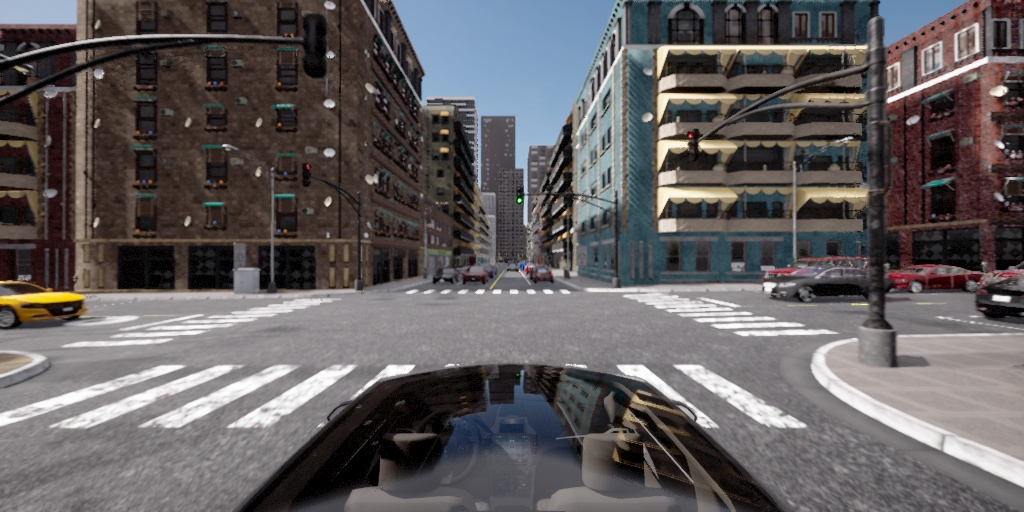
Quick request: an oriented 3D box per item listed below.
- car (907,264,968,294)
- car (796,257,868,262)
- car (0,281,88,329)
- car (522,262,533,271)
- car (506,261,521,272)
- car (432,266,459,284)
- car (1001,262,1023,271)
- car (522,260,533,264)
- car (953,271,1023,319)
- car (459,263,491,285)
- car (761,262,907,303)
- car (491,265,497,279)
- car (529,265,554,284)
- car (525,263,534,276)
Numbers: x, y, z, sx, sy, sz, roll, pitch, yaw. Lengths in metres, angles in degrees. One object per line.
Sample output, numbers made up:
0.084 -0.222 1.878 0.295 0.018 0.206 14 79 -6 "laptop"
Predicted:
21.344 1.134 18.483 4.507 1.381 1.888 0 0 0 "car"
15.773 0.984 18.442 5.009 1.841 2.192 0 0 0 "car"
-17.876 1.608 12.408 5.008 1.535 1.882 -1 0 0 "car"
2.691 1.865 47.847 1.888 1.381 4.507 0 0 0 "car"
0.104 2.058 61.594 1.994 1.385 4.181 0 -1 0 "car"
-5.690 1.677 31.291 1.948 1.339 4.313 0 0 0 "car"
23.984 0.892 15.921 4.553 1.767 2.097 -1 0 0 "car"
3.153 1.957 62.043 1.801 1.575 5.366 0 -1 0 "car"
15.794 1.199 10.062 4.313 1.339 1.948 0 0 0 "car"
-3.097 1.586 31.000 1.882 1.535 5.008 0 -1 0 "car"
13.731 1.179 15.837 4.902 1.511 2.128 -1 0 -1 "car"
-3.095 1.575 40.182 2.097 1.767 4.553 0 -1 0 "car"
2.691 1.693 31.278 1.802 1.307 4.207 0 0 0 "car"
2.691 1.746 36.801 1.948 1.339 4.313 0 0 0 "car"
